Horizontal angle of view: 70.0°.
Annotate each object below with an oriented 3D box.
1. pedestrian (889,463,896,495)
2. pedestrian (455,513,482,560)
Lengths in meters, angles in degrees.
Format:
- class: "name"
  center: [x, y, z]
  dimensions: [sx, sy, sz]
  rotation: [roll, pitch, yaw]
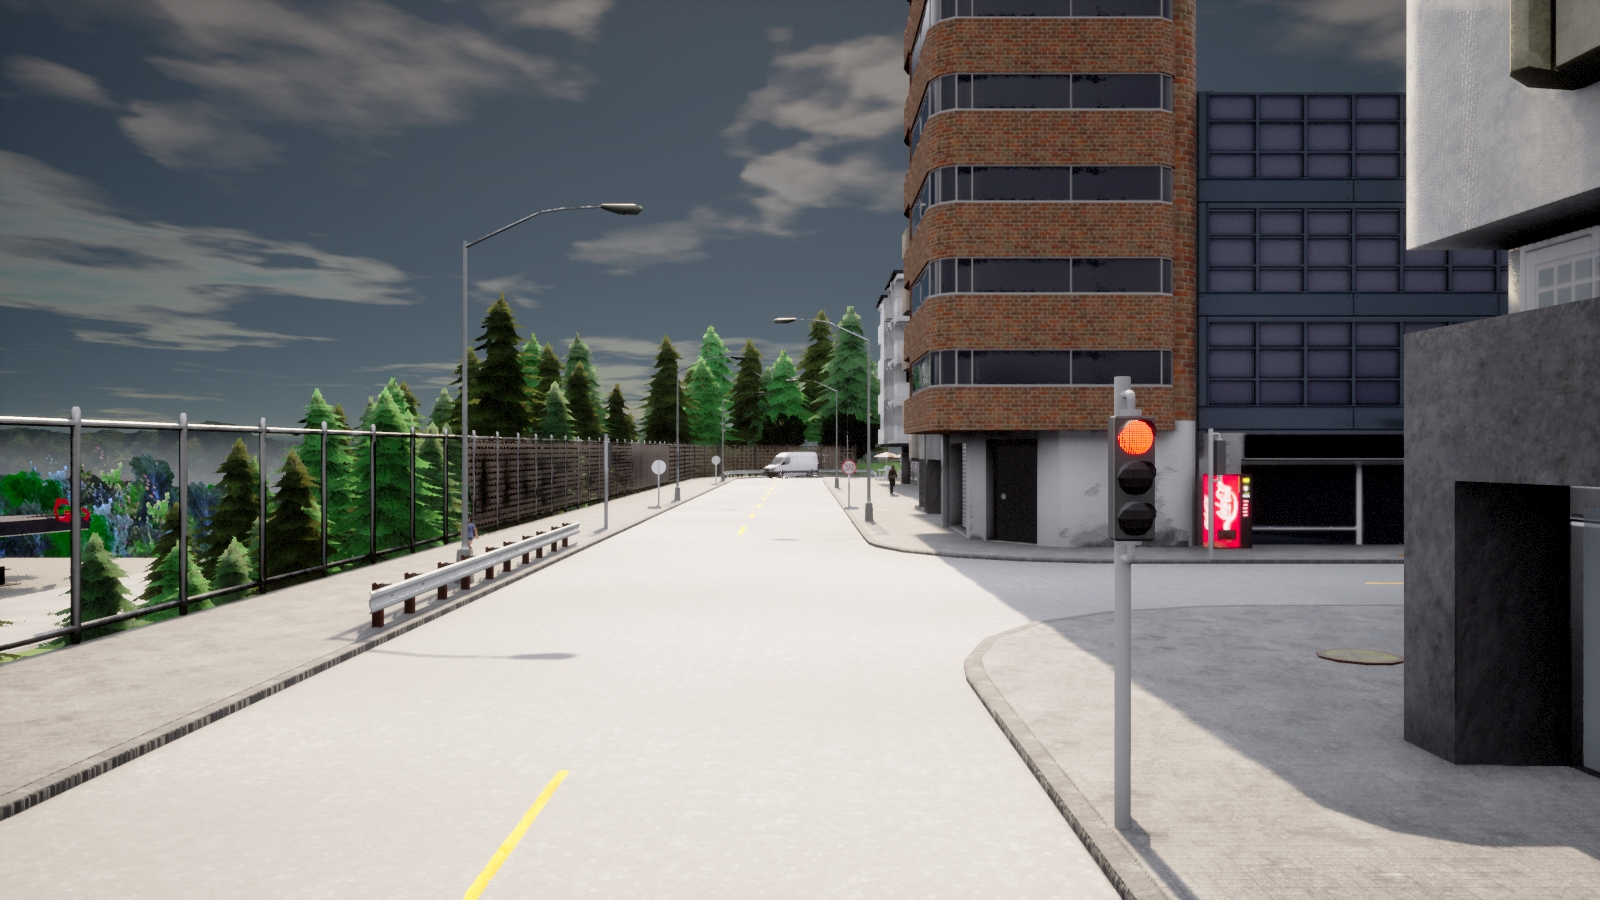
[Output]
- class: "pedestrian"
  center: [5.432, 1.718, 67.261]
  dimensions: [0.375, 1.860, 0.375]
  rotation: [0, 0, 3]
- class: "pedestrian"
  center: [-8.123, 2.114, 28.000]
  dimensions: [0.500, 1.100, 0.500]
  rotation: [0, 0, 0]
